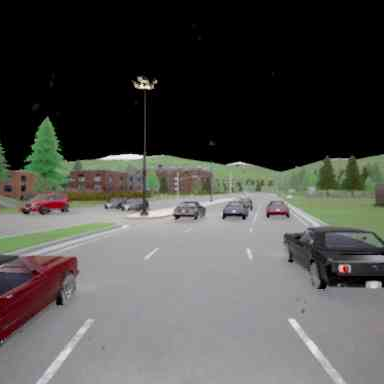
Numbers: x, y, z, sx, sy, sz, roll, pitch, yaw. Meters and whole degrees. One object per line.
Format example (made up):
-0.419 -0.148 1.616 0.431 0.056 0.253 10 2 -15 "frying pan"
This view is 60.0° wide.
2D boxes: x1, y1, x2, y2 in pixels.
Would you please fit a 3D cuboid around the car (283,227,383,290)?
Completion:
3.804 1.577 8.917 1.895 1.301 4.718 0 0 4 "car"

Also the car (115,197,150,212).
-6.277 1.415 37.124 2.128 1.511 4.902 0 0 13 "car"

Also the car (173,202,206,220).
-0.100 1.486 27.311 2.033 1.411 5.357 0 0 12 "car"

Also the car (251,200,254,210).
6.691 1.447 41.765 2.033 1.411 5.357 0 0 12 "car"

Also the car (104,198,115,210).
-9.022 1.411 40.766 2.128 1.511 4.902 0 0 13 "car"

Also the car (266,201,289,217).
7.701 1.489 30.097 1.994 1.385 4.181 0 0 12 "car"

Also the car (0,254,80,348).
-3.355 1.593 5.042 1.895 1.301 4.718 0 0 1 "car"

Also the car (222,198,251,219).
3.765 1.497 28.468 1.994 1.385 4.181 0 0 12 "car"

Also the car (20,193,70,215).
-14.403 1.161 33.019 2.150 2.045 5.566 0 0 13 "car"
